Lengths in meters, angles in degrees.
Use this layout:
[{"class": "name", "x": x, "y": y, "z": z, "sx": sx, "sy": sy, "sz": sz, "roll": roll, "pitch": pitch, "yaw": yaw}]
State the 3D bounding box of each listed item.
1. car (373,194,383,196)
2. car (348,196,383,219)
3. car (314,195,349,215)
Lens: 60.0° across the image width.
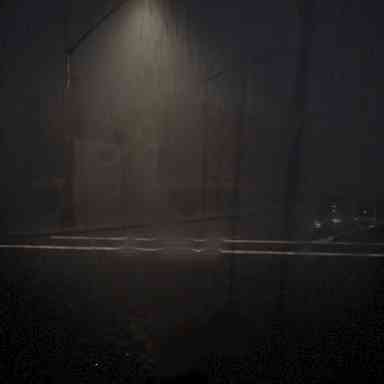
[{"class": "car", "x": 23.783, "y": 0.916, "z": 42.016, "sx": 1.895, "sy": 1.301, "sz": 4.718, "roll": 1, "pitch": 2, "yaw": 43}, {"class": "car", "x": 14.597, "y": 1.329, "z": 26.968, "sx": 1.994, "sy": 1.385, "sz": 4.181, "roll": 1, "pitch": 1, "yaw": 43}, {"class": "car", "x": 12.809, "y": 1.072, "z": 30.185, "sx": 2.097, "sy": 1.767, "sz": 4.553, "roll": 0, "pitch": 2, "yaw": 43}]
